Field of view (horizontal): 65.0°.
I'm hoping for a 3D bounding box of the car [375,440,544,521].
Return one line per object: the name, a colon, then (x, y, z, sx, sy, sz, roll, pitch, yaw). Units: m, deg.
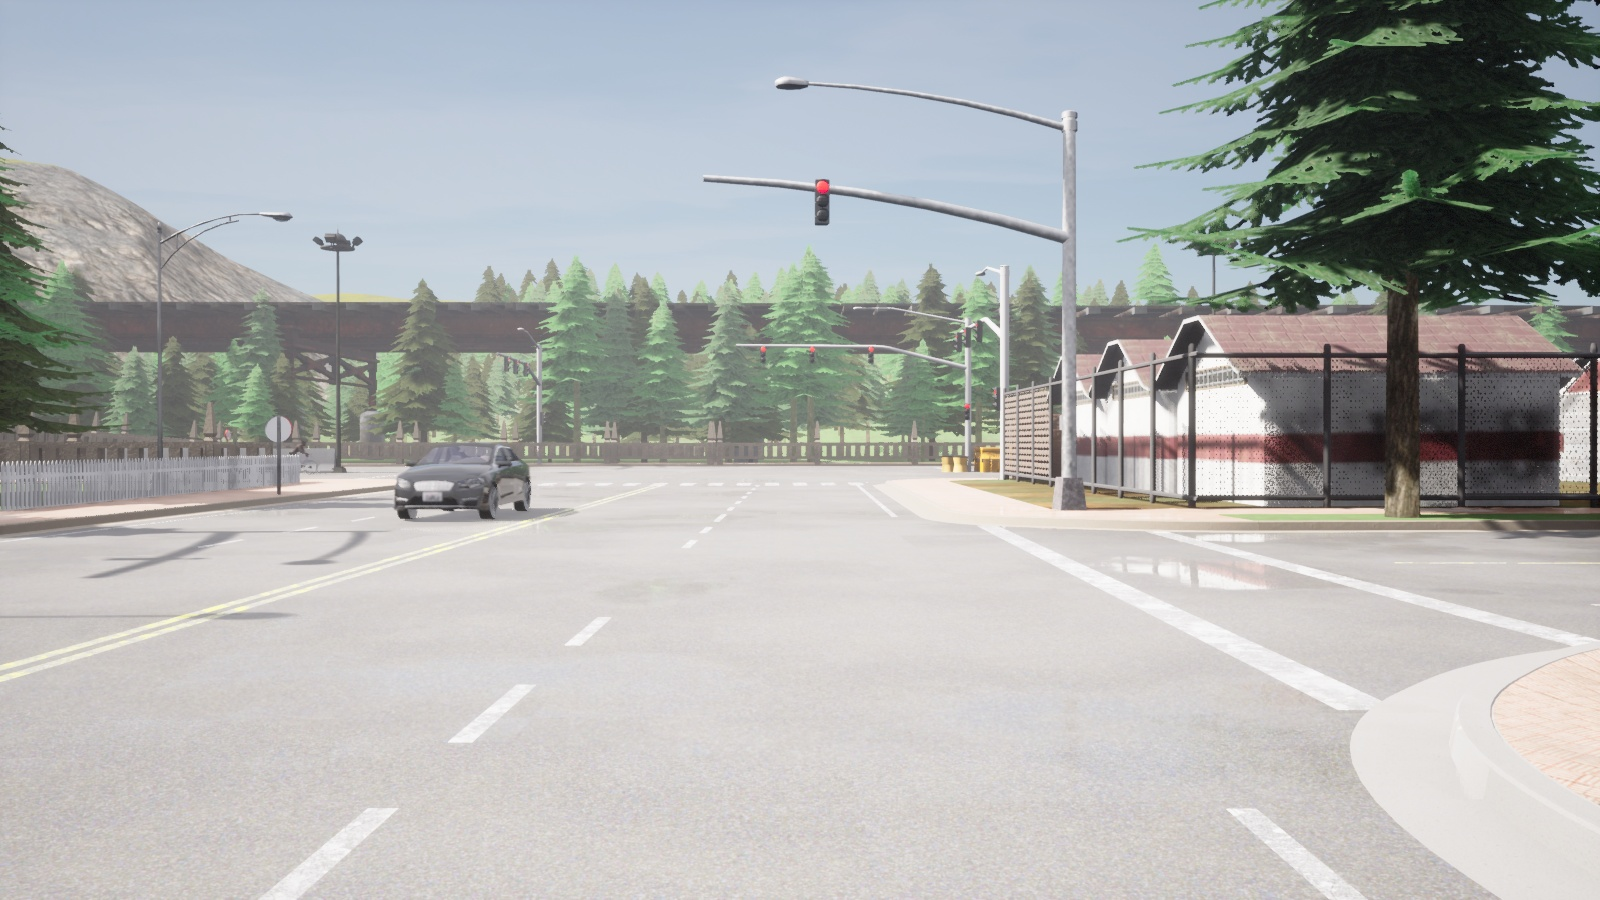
car: (-6.834, 0.551, 25.809, 2.128, 1.511, 4.902, 0, 0, 0)
